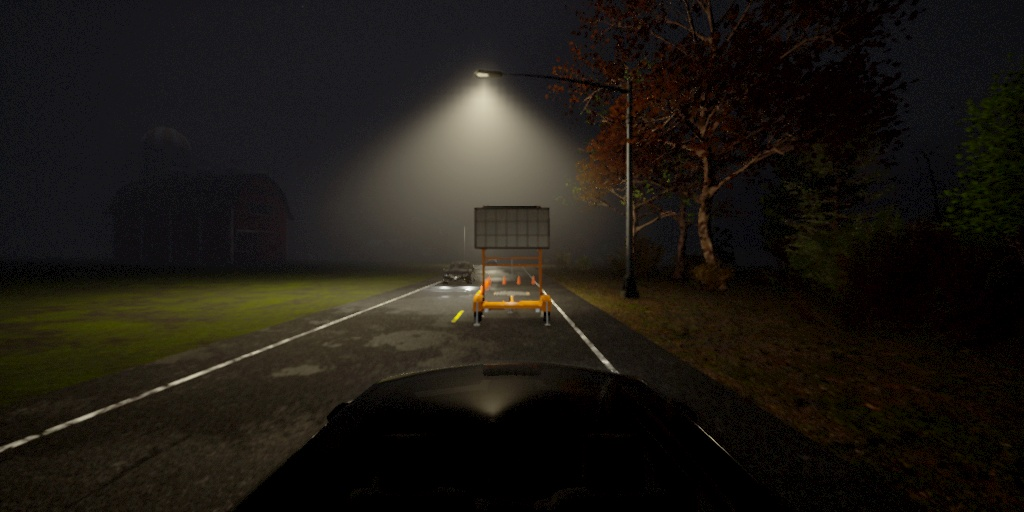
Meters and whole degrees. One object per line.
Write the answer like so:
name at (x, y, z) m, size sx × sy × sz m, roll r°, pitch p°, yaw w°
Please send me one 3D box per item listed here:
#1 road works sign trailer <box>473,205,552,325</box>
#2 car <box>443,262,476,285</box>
road works sign trailer at (0.000, 0.179, 11.584) m, size 2.380 × 3.560 × 2.880 m, roll 0°, pitch 0°, yaw 0°
car at (-3.630, 1.169, 25.316) m, size 1.837 × 1.490 × 4.892 m, roll 0°, pitch 0°, yaw 0°
